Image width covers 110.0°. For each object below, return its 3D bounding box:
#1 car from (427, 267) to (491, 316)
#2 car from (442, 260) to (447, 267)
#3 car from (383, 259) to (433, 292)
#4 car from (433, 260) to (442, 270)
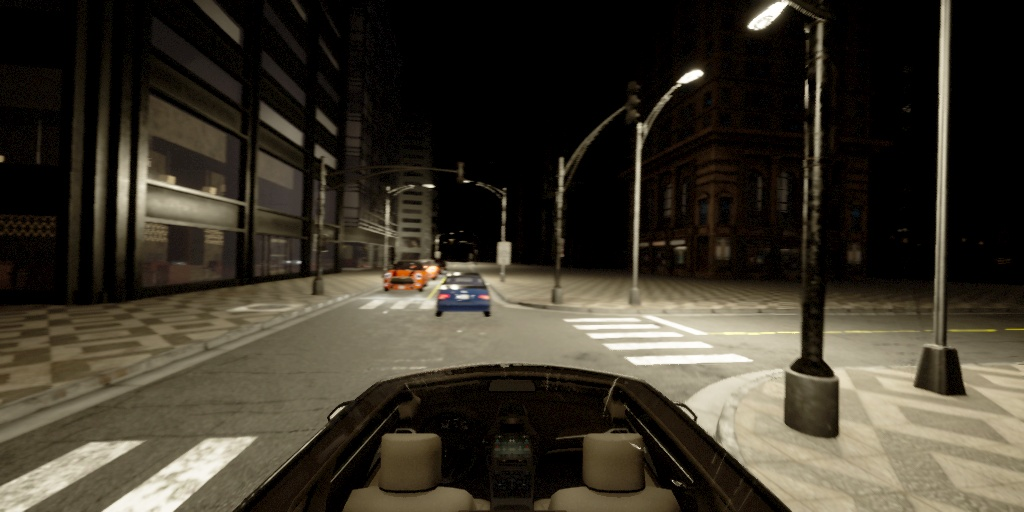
[{"bbox_3d":[-1.796,1.310,13.328,2.033,1.411,5.357,1,-1,-8],"label":"car"},{"bbox_3d":[-8.729,1.301,40.089,2.033,1.411,5.357,2,0,-8],"label":"car"},{"bbox_3d":[-6.026,1.052,20.803,2.097,1.767,4.553,2,0,-9],"label":"car"},{"bbox_3d":[-7.392,1.078,30.449,2.097,1.767,4.553,2,0,-8],"label":"car"}]
